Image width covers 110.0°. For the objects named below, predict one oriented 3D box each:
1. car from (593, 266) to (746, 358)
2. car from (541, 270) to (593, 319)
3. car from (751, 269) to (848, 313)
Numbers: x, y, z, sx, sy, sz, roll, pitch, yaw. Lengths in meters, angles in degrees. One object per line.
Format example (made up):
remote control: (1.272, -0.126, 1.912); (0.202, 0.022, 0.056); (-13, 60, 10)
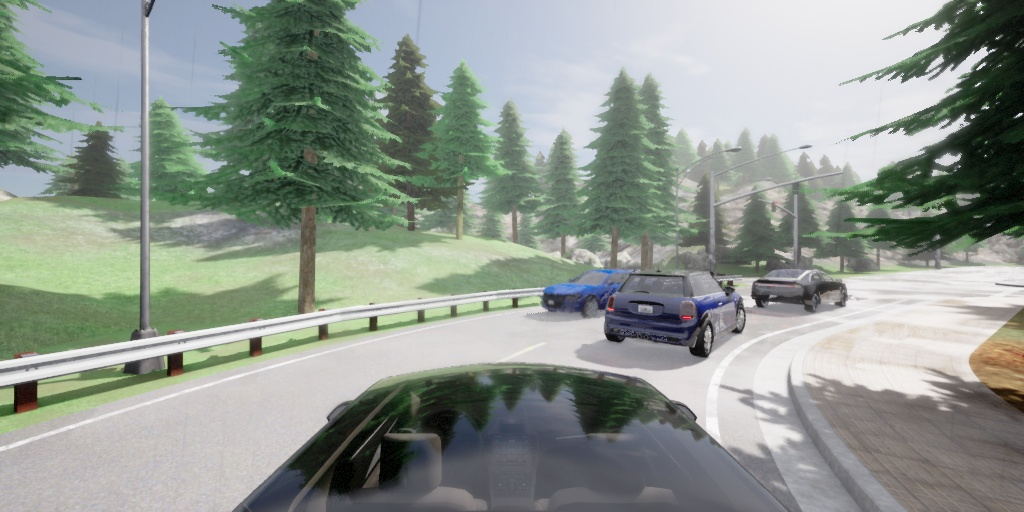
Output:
car: (4.176, 1.109, 8.893); (2.097, 1.767, 4.553); (0, 0, 43)
car: (3.304, 1.240, 13.129); (5.008, 1.535, 1.882); (0, 0, -36)
car: (11.363, 1.256, 14.096); (4.902, 1.511, 2.128); (0, 0, -32)
